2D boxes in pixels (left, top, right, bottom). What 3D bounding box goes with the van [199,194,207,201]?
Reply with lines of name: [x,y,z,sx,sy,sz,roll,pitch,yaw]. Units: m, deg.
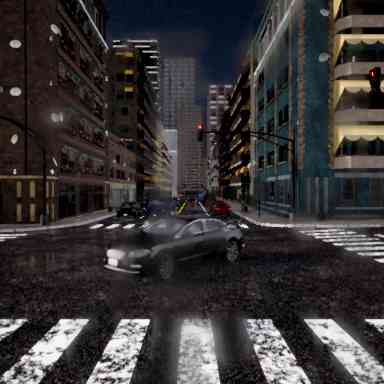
van: [2.814,1.379,85.614,1.690,1.788,3.998,-1,0,0]

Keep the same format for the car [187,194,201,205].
car: [0.093,1.509,60.671,2.128,1.511,4.902,0,0,0]

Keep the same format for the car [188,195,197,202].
car: [0.108,1.381,69.844,1.812,1.442,4.674,0,0,0]

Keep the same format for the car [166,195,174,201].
car: [-5.566,1.563,85.469,1.752,1.417,4.829,0,0,0]

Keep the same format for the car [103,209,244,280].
car: [-0.334,1.491,10.147,2.128,1.511,4.902,-1,0,43]

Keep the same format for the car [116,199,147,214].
car: [-5.651,1.568,30.404,1.947,1.339,4.313,0,0,0]

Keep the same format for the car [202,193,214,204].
car: [3.212,1.243,67.976,2.150,2.045,5.566,0,0,0]

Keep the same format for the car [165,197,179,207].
car: [-3.007,1.538,51.126,1.812,1.442,4.674,0,0,0]

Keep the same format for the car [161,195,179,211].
car: [-3.035,1.358,39.537,2.097,1.767,4.553,0,0,0]

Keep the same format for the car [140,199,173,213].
car: [-3.054,1.603,29.541,1.895,1.301,4.718,0,0,0]

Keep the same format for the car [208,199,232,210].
car: [2.731,1.584,30.379,1.802,1.307,4.206,0,0,0]

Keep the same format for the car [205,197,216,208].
car: [2.739,1.570,35.902,1.947,1.339,4.313,0,0,0]

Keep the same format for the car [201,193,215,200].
car: [3.201,1.246,60.976,2.150,2.045,5.566,0,0,0]

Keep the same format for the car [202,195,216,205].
car: [2.756,1.555,46.949,1.887,1.381,4.507,0,0,0]
